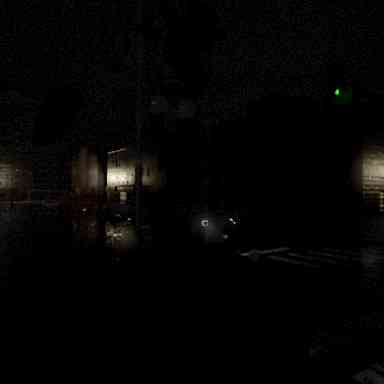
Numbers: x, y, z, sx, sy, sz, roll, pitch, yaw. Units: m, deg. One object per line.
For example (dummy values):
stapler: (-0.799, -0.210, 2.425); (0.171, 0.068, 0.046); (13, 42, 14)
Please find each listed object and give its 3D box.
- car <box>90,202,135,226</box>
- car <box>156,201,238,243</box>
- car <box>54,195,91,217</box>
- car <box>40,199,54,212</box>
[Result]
car: (-5.558, 1.554, 24.159); (1.812, 1.442, 4.674); (0, 0, -35)
car: (0.127, 1.361, 16.207); (2.097, 1.767, 4.553); (1, 0, -36)
car: (-11.298, 1.270, 32.232); (2.150, 2.045, 5.566); (0, 0, -35)
car: (-17.264, 1.597, 40.688); (1.812, 1.442, 4.674); (0, 0, -35)
